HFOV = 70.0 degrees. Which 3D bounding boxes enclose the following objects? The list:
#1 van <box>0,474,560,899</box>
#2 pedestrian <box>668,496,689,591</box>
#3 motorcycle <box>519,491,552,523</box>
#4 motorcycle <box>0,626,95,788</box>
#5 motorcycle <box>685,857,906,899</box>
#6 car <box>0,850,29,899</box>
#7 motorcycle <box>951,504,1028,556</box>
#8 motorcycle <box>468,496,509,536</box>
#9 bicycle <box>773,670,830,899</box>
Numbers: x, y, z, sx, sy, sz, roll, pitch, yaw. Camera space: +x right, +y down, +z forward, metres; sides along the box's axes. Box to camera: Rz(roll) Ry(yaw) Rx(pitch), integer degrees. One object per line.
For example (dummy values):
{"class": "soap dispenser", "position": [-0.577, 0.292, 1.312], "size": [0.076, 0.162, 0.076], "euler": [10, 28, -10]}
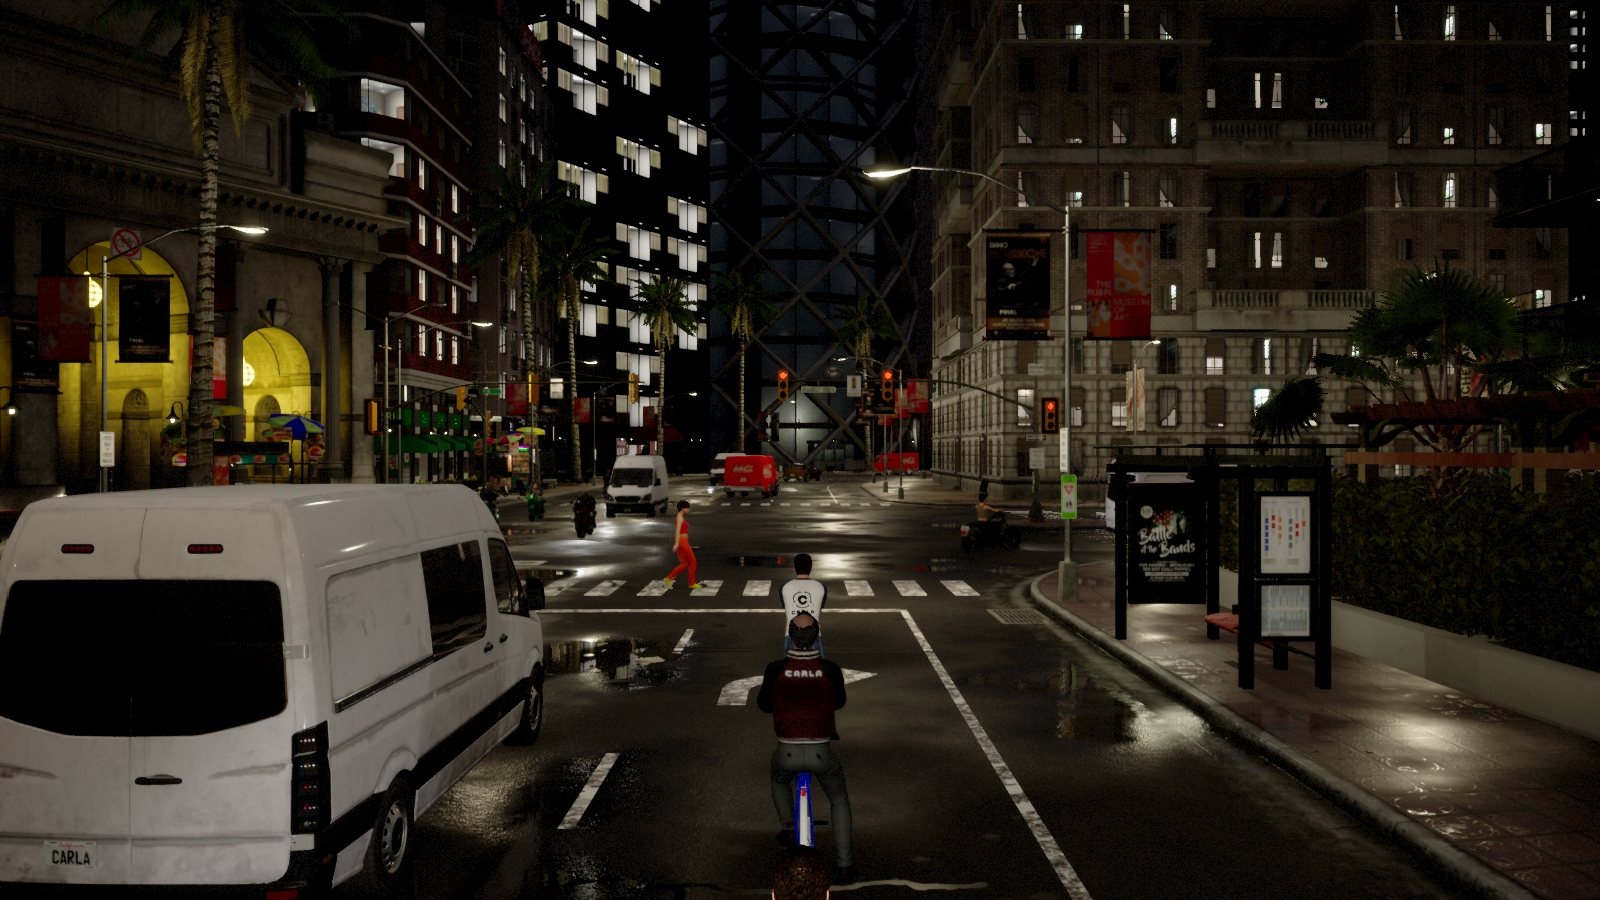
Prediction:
{"class": "van", "position": [-3.525, 1.534, 8.973], "size": [1.988, 2.561, 5.915], "euler": [0, 0, 0]}
{"class": "pedestrian", "position": [-2.427, 1.849, 22.770], "size": [0.375, 1.860, 0.375], "euler": [0, 0, -14]}
{"class": "motorcycle", "position": [-10.377, 2.213, 44.845], "size": [0.803, 1.145, 2.033], "euler": [0, 0, 0]}
{"class": "motorcycle", "position": [-6.992, 2.213, 9.660], "size": [0.803, 1.145, 2.033], "euler": [0, 0, 0]}
{"class": "motorcycle", "position": [-0.018, 2.213, 3.585], "size": [0.803, 1.145, 2.033], "euler": [0, 0, 0]}
{"class": "car", "position": [-3.487, 2.120, 2.971], "size": [1.481, 1.376, 2.207], "euler": [0, 0, 0]}
{"class": "motorcycle", "position": [5.198, 2.170, 31.236], "size": [2.356, 1.277, 0.764], "euler": [0, 0, -42]}
{"class": "motorcycle", "position": [-10.370, 2.182, 38.121], "size": [0.856, 1.236, 1.805], "euler": [0, 0, 0]}
{"class": "bicycle", "position": [0.008, 2.210, 7.501], "size": [0.329, 1.171, 1.835], "euler": [0, 0, 0]}
